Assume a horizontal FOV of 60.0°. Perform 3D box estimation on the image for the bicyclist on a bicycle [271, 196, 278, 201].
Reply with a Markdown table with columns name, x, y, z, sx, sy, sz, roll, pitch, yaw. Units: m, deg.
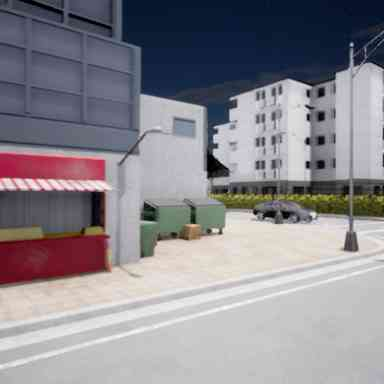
| name | x | y | z | sx | sy | sz | roll | pitch | yaw |
| --- | --- | --- | --- | --- | --- | --- | --- | --- | --- |
| bicyclist on a bicycle | 8.353 | 1.206 | 33.872 | 1.656 | 1.620 | 0.582 | 0 | 0 | -37 |

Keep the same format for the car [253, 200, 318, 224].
| name | x | y | z | sx | sy | sz | roll | pitch | yaw |
| --- | --- | --- | --- | --- | --- | --- | --- | --- | --- |
| car | 6.540 | 1.372 | 23.750 | 2.128 | 1.511 | 4.902 | 0 | 0 | -37 |
